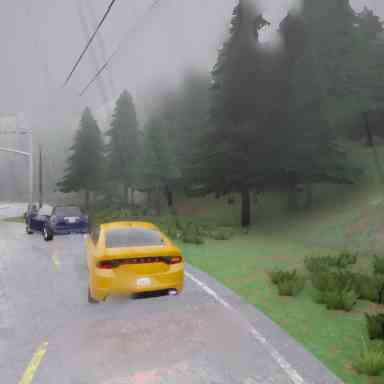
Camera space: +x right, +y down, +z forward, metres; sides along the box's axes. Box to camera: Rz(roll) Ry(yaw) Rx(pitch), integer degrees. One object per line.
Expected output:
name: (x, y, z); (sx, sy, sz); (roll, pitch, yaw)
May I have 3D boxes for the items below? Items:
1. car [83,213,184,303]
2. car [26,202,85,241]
car: (-1.665, 1.478, 8.400); (1.882, 1.535, 5.008); (0, 0, -18)
car: (-6.928, 1.352, 17.052); (2.097, 1.767, 4.553); (0, 0, -40)
